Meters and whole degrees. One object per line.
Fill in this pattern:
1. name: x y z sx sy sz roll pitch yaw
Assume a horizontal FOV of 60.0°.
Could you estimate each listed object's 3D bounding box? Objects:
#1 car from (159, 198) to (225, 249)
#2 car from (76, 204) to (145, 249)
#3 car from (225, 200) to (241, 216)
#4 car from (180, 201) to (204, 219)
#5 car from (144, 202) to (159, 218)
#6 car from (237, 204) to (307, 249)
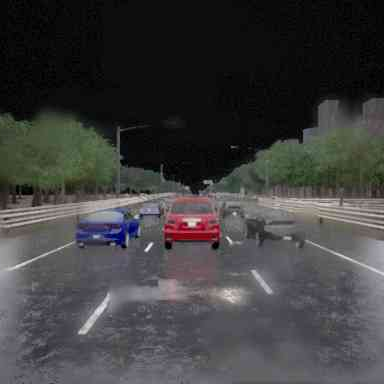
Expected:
1. car: 0.000 1.258 14.680 2.150 2.045 5.566 0 0 0
2. car: -3.500 1.485 14.650 1.882 1.535 5.008 0 0 0
3. car: 3.500 1.512 29.650 1.837 1.490 4.892 0 0 0
4. car: 0.000 1.569 29.650 1.994 1.385 4.181 0 0 0
5. car: -3.500 1.560 29.650 2.033 1.411 5.357 0 0 0
6. car: 3.500 1.495 14.650 2.128 1.511 4.902 0 0 0
